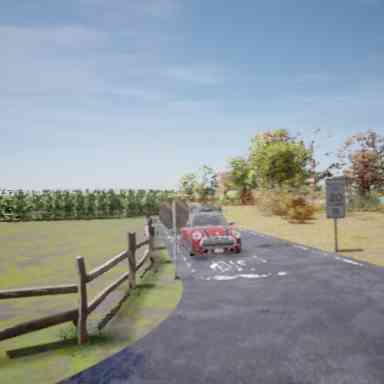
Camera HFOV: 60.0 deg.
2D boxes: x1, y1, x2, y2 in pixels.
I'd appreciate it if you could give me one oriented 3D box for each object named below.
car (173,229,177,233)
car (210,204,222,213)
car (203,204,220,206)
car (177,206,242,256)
[{"bbox_3d":[-0.647,2.212,25.321,2.033,1.411,5.357,-1,-1,-7],"label":"car"},{"bbox_3d":[4.346,2.895,59.460,1.812,1.442,4.674,-2,-1,9],"label":"car"},{"bbox_3d":[2.490,2.524,49.404,2.097,1.767,4.553,-2,-1,10],"label":"car"},{"bbox_3d":[0.727,1.730,15.009,2.097,1.767,4.553,-1,-1,-8],"label":"car"}]
